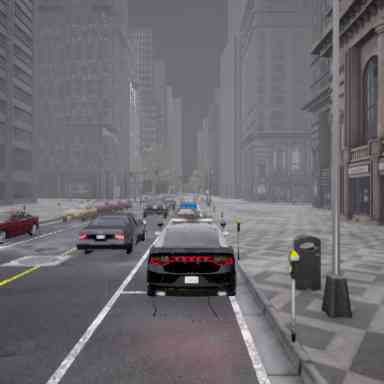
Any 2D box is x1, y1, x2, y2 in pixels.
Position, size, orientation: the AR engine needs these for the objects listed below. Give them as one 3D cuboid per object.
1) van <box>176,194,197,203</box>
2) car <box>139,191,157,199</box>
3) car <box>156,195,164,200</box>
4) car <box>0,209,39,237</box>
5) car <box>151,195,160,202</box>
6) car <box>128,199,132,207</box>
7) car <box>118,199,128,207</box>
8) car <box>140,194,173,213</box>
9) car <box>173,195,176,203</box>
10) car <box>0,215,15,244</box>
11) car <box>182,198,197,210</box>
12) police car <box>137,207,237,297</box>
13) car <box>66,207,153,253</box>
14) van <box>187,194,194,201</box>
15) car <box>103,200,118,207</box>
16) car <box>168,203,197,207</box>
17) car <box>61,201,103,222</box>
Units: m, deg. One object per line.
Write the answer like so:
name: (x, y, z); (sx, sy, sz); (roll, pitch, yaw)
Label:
van: (-0.353, 1.345, 32.286); (1.690, 1.788, 3.998); (0, 0, 0)
car: (-6.124, 0.847, 47.573); (2.150, 2.045, 5.566); (0, 0, 0)
car: (-8.864, 1.586, 92.031); (1.887, 1.381, 4.507); (0, 0, 0)
car: (-8.908, 1.546, 15.730); (1.887, 1.381, 4.507); (0, 0, 0)
car: (-8.875, 1.556, 81.281); (1.752, 1.417, 4.829); (0, 0, 0)
car: (-8.902, 1.550, 43.358); (1.887, 1.381, 4.507); (0, 0, 0)
car: (-8.903, 1.549, 37.832); (1.887, 1.381, 4.507); (0, 0, 0)
car: (-3.132, 1.356, 30.331); (2.097, 1.767, 4.553); (0, 0, 0)
car: (-3.027, 1.497, 43.469); (2.128, 1.511, 4.902); (0, 0, 0)
car: (-6.242, 1.492, 7.132); (2.128, 1.511, 4.902); (0, 0, 0)
car: (-0.347, 1.551, 43.336); (1.887, 1.381, 4.507); (0, 0, 0)
police car: (-0.007, 1.426, 8.759); (1.930, 1.638, 5.238); (0, 0, 0)
car: (-3.039, 1.549, 13.589); (2.033, 1.411, 5.357); (0, 0, 0)
van: (-0.341, 1.377, 86.845); (1.690, 1.788, 3.998); (0, 0, 0)
car: (-8.905, 1.548, 32.307); (1.887, 1.381, 4.507); (0, 0, 0)
car: (-0.361, 1.584, 21.236); (1.802, 1.307, 4.206); (0, 0, 0)
car: (-8.906, 1.528, 26.612); (1.752, 1.417, 4.829); (0, 0, 0)
